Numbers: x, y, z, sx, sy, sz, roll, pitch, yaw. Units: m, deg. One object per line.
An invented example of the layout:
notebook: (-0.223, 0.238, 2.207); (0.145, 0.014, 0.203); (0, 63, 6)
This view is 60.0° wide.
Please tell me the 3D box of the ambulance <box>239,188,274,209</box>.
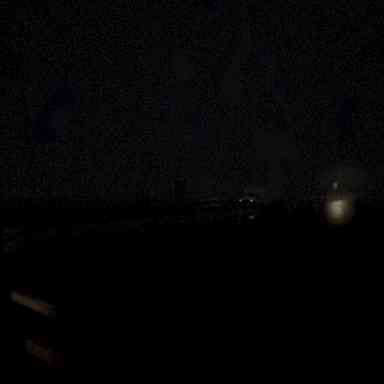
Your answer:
ambulance: (8.145, 0.705, 42.118); (2.351, 2.431, 6.366); (2, 2, 35)
